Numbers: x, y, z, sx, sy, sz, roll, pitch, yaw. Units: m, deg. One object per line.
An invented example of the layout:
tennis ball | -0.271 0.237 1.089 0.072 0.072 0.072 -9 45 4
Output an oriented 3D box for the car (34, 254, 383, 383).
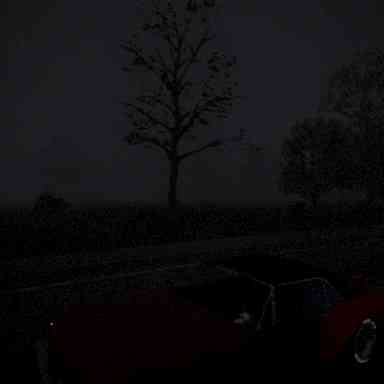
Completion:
car | 0.619 1.593 4.286 4.718 1.301 1.895 0 0 -34
